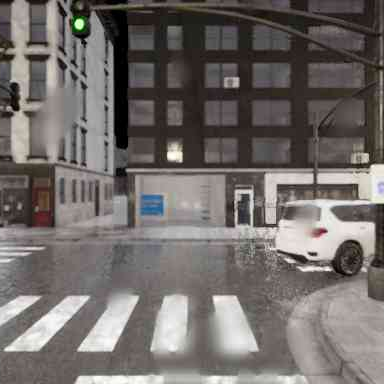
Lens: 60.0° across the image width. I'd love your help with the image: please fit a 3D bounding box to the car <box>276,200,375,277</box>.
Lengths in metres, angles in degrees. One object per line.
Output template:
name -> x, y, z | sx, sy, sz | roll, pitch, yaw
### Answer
car -> 5.344, 1.260, 10.450 | 5.566, 2.045, 2.150 | 0, -2, -20
